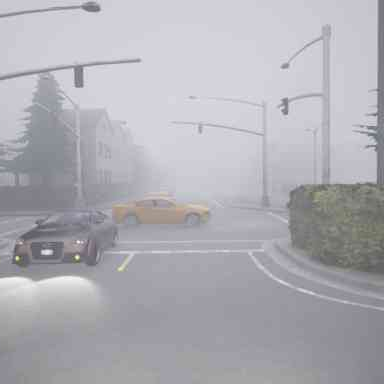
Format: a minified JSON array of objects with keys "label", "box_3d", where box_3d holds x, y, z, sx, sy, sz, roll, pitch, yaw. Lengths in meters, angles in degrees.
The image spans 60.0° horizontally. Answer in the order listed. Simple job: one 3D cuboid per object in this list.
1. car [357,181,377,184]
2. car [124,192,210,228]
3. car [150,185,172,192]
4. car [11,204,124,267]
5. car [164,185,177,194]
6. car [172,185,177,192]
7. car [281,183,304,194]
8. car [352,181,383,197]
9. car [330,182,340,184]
[{"label":"car","box_3d":[19.030,-0.171,34.158,1.905,1.878,3.866,-1,2,0]},{"label":"car","box_3d":[-1.569,0.977,17.312,5.008,1.535,1.882,-1,3,0]},{"label":"car","box_3d":[-3.699,0.184,37.723,1.882,1.535,5.008,-1,2,0]},{"label":"car","box_3d":[-3.523,1.224,9.947,1.994,1.385,4.181,-1,1,-1]},{"label":"car","box_3d":[-3.693,-0.478,58.125,1.837,1.490,4.892,-1,2,0]},{"label":"car","box_3d":[-3.712,-0.280,47.741,2.097,1.767,4.553,-1,2,0]},{"label":"car","box_3d":[15.293,-0.509,52.018,2.007,1.523,4.514,-1,2,0]},{"label":"car","box_3d":[22.279,-0.454,42.037,1.932,1.855,4.605,-1,2,0]},{"label":"car","box_3d":[25.335,-1.021,59.426,2.152,1.636,5.027,-1,2,0]}]
